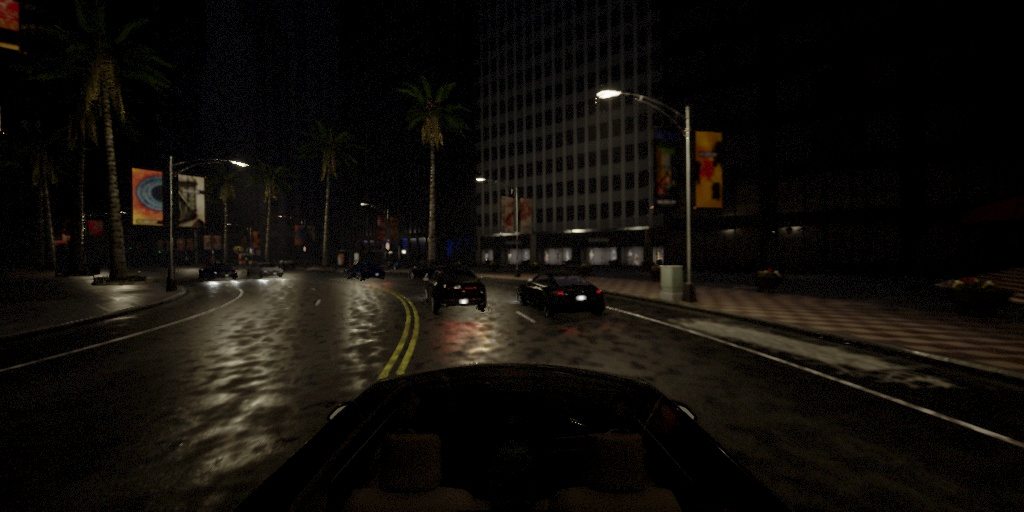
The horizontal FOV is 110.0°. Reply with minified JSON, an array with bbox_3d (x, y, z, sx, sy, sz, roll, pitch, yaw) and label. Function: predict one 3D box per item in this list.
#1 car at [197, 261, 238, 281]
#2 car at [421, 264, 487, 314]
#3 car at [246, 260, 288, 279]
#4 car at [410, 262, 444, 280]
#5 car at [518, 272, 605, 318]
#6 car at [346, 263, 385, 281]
[{"bbox_3d":[-26.100,1.383,31.747,4.674,1.442,1.812,0,0,35],"label":"car"},{"bbox_3d":[-2.300,1.222,13.927,1.837,1.490,4.892,0,0,-18],"label":"car"},{"bbox_3d":[-23.776,1.350,34.392,4.674,1.442,1.812,0,0,35],"label":"car"},{"bbox_3d":[-6.571,1.197,28.708,1.837,1.490,4.892,0,0,-38],"label":"car"},{"bbox_3d":[1.607,1.250,12.927,1.994,1.385,4.181,-1,0,-15],"label":"car"},{"bbox_3d":[-12.189,1.264,29.788,1.812,1.442,4.674,0,0,-44],"label":"car"}]
